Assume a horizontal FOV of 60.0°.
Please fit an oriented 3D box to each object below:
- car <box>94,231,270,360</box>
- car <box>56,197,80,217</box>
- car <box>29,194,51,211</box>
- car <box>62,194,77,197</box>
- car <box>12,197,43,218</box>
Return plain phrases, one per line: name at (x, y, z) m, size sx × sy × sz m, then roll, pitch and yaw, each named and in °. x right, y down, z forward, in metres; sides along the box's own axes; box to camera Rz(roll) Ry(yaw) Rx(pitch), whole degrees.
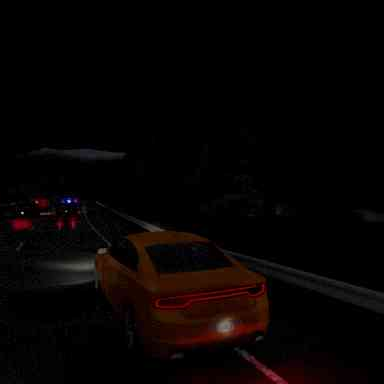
car at (-0.621, 1.478, 6.291) m, size 1.882 × 1.535 × 5.008 m, roll 0°, pitch 0°, yaw -24°
car at (-11.831, 1.492, 31.556) m, size 2.128 × 1.511 × 4.902 m, roll 0°, pitch 0°, yaw -19°
car at (-18.396, 1.221, 40.078) m, size 2.150 × 2.045 × 5.566 m, roll 0°, pitch 0°, yaw -19°
car at (-15.227, 1.221, 41.462) m, size 2.150 × 2.045 × 5.566 m, roll 0°, pitch 0°, yaw -18°
car at (-15.010, 1.505, 30.175) m, size 1.837 × 1.490 × 4.892 m, roll 0°, pitch 0°, yaw -19°
